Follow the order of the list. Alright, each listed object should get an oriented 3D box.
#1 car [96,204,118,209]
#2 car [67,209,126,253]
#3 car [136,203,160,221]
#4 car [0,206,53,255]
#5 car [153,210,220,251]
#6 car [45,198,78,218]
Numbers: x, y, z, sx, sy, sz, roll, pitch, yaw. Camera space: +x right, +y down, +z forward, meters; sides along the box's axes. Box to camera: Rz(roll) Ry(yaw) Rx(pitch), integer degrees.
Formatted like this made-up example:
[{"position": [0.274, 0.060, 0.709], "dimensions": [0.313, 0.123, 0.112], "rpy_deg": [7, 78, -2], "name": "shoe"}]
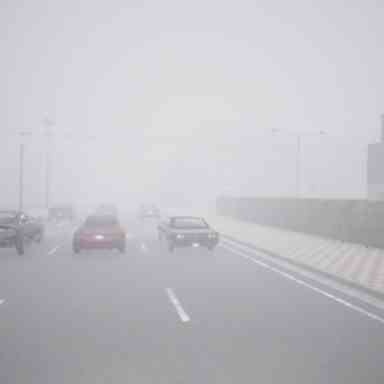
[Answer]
[{"position": [-7.321, 1.673, 28.621], "dimensions": [1.994, 1.385, 4.181], "rpy_deg": [1, 0, -14], "name": "car"}, {"position": [-3.816, 1.615, 14.027], "dimensions": [1.994, 1.385, 4.181], "rpy_deg": [1, 0, -13], "name": "car"}, {"position": [-3.855, 1.707, 29.184], "dimensions": [2.033, 1.411, 5.357], "rpy_deg": [1, 0, -14], "name": "car"}, {"position": [-7.215, 1.491, 13.192], "dimensions": [2.128, 1.511, 4.902], "rpy_deg": [1, 0, -13], "name": "car"}, {"position": [-0.367, 1.703, 14.630], "dimensions": [1.895, 1.301, 4.718], "rpy_deg": [1, 0, -13], "name": "car"}, {"position": [-10.767, 1.535, 27.983], "dimensions": [1.882, 1.535, 5.008], "rpy_deg": [1, 0, -14], "name": "car"}]
